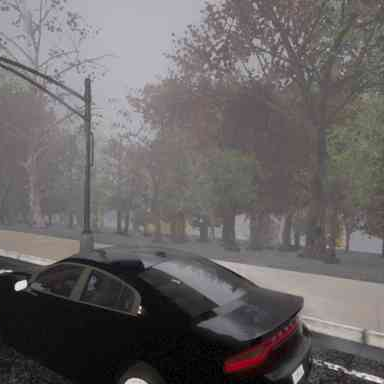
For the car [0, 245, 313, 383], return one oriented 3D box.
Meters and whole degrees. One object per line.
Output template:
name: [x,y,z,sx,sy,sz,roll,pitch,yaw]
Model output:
car: [-1.034,1.477,4.477,5.008,1.535,1.882,0,0,36]
